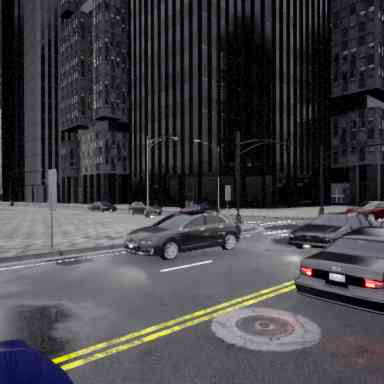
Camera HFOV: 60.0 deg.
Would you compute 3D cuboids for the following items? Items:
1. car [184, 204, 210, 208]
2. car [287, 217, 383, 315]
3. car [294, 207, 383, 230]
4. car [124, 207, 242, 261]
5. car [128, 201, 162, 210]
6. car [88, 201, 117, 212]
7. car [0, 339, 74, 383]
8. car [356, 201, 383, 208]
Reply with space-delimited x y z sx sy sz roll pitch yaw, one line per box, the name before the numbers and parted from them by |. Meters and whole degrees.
car | 0.697 1.750 29.944 1.994 1.385 4.181 0 0 -43
car | 4.412 1.547 7.508 5.357 1.411 2.033 0 0 -42
car | 6.077 1.548 13.633 5.357 1.411 2.033 0 0 -42
car | -0.172 1.504 12.398 4.892 1.490 1.837 0 0 -42
car | -5.151 1.781 36.486 1.837 1.490 4.892 0 0 -42
car | -11.945 1.929 44.087 2.033 1.411 5.357 0 0 -42
car | -2.676 1.601 1.154 4.718 1.301 1.895 0 0 -42
car | 14.550 1.486 26.675 5.008 1.535 1.882 0 0 -28
